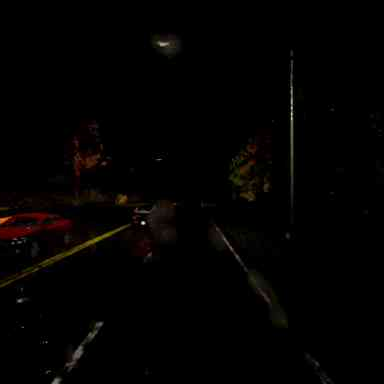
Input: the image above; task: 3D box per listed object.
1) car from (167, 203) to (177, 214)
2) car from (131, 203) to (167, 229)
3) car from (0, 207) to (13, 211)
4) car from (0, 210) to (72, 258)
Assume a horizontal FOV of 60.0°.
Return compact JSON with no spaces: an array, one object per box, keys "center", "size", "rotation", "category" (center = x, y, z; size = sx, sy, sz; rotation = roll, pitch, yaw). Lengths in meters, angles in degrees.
[{"center":[-2.935,1.993,41.125],"size":[1.895,1.301,4.718],"rotation":[0,-1,1],"category":"car"},{"center":[-3.068,1.735,23.432],"size":[1.837,1.490,4.892],"rotation":[0,-1,0],"category":"car"},{"center":[-9.786,1.506,15.395],"size":[2.097,1.767,4.553],"rotation":[0,-1,0],"category":"car"},{"center":[-6.549,1.614,13.520],"size":[1.882,1.535,5.008],"rotation":[0,-1,0],"category":"car"}]
